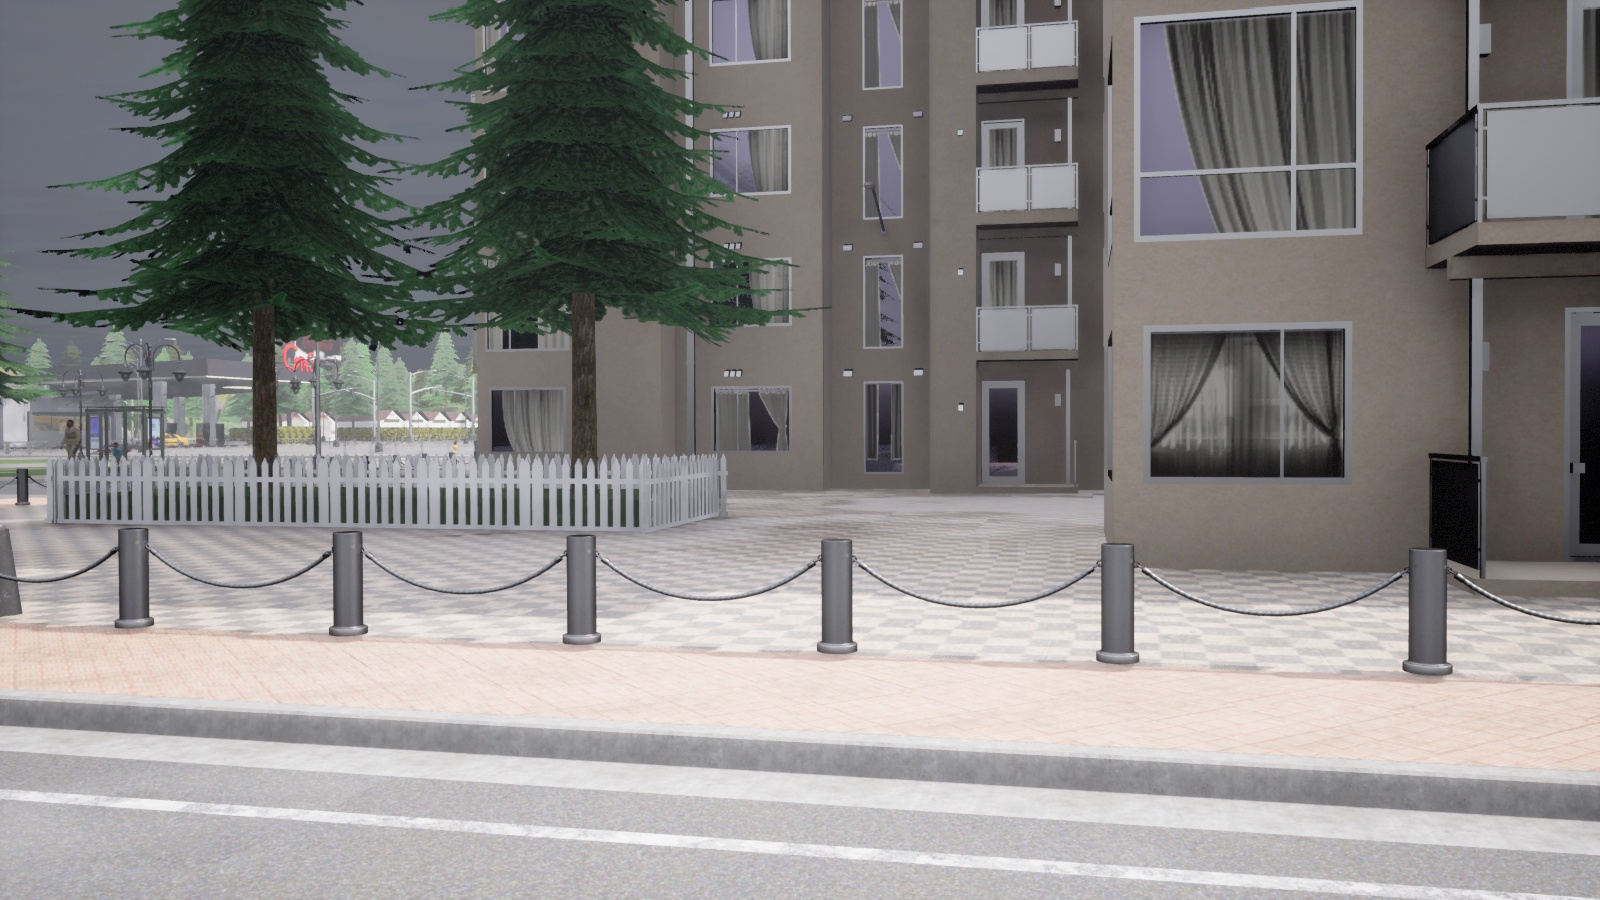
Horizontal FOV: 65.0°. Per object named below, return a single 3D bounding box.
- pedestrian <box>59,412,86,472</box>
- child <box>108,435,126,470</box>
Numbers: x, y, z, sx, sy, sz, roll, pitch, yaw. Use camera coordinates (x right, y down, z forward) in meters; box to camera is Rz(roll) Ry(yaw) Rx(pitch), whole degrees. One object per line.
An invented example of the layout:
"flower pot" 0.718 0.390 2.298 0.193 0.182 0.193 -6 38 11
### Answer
"pedestrian" -23.759 -0.274 40.995 0.396 1.930 0.692 0 1 10
"child" -23.533 0.071 43.281 0.343 1.192 0.448 0 1 12
